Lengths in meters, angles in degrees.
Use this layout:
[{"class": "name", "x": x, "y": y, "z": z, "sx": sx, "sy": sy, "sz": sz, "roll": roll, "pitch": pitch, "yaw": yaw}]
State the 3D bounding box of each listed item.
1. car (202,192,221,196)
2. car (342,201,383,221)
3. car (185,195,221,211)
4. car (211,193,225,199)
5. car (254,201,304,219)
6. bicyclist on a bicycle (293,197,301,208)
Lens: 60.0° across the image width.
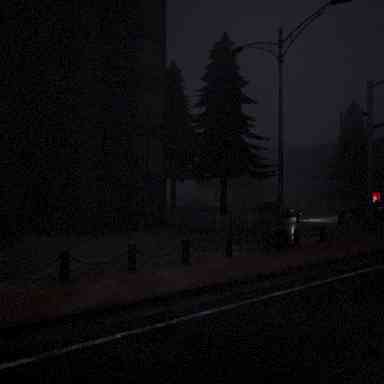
[{"class": "car", "x": 5.304, "y": 1.113, "z": 92.476, "sx": 1.932, "sy": 1.855, "sz": 4.605, "roll": 0, "pitch": 0, "yaw": -37}, {"class": "car", "x": 14.470, "y": 1.520, "z": 26.585, "sx": 1.837, "sy": 1.490, "sz": 4.892, "roll": 0, "pitch": 0, "yaw": -38}, {"class": "car", "x": 1.418, "y": 1.493, "z": 37.698, "sx": 1.882, "sy": 1.535, "sz": 5.008, "roll": 0, "pitch": 0, "yaw": -37}, {"class": "car", "x": 7.394, "y": 1.092, "z": 94.536, "sx": 1.905, "sy": 1.878, "sz": 3.866, "roll": 0, "pitch": 0, "yaw": -37}, {"class": "car", "x": 7.616, "y": 1.541, "z": 29.505, "sx": 1.812, "sy": 1.442, "sz": 4.674, "roll": 0, "pitch": 0, "yaw": -38}, {"class": "bicyclist on a bicycle", "x": 11.559, "y": 1.316, "z": 36.665, "sx": 1.656, "sy": 1.620, "sz": 0.582, "roll": 0, "pitch": 0, "yaw": -37}]
